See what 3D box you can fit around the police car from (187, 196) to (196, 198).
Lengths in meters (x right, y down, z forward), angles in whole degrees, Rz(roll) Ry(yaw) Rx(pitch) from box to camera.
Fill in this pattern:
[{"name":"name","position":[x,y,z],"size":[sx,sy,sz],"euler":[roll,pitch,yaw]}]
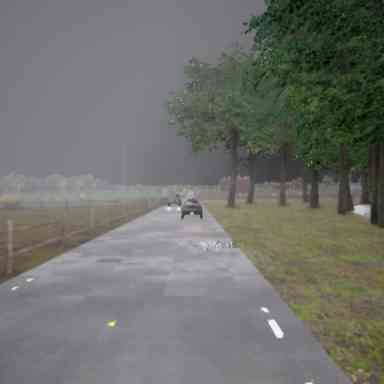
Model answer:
[{"name":"police car","position":[0.008,1.485,60.334],"size":[1.930,1.638,5.238],"euler":[0,0,0]}]

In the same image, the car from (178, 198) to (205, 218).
[{"name":"car","position":[0.020,1.502,29.311],"size":[1.837,1.490,4.892],"euler":[0,0,0]}]

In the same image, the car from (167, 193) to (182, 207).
[{"name":"car","position":[-2.747,1.249,53.301],"size":[2.150,2.045,5.566],"euler":[0,0,0]}]
